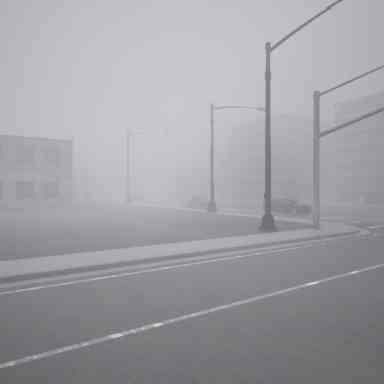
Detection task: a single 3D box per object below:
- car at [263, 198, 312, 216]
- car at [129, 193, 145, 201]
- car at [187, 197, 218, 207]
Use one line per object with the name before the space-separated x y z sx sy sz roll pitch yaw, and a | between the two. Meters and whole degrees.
car | 9.068 1.345 31.985 1.882 1.535 5.008 0 1 -35
car | -10.201 0.859 60.212 1.994 1.385 4.181 0 1 -34
car | 1.289 1.255 43.308 1.895 1.301 4.718 0 1 -33
